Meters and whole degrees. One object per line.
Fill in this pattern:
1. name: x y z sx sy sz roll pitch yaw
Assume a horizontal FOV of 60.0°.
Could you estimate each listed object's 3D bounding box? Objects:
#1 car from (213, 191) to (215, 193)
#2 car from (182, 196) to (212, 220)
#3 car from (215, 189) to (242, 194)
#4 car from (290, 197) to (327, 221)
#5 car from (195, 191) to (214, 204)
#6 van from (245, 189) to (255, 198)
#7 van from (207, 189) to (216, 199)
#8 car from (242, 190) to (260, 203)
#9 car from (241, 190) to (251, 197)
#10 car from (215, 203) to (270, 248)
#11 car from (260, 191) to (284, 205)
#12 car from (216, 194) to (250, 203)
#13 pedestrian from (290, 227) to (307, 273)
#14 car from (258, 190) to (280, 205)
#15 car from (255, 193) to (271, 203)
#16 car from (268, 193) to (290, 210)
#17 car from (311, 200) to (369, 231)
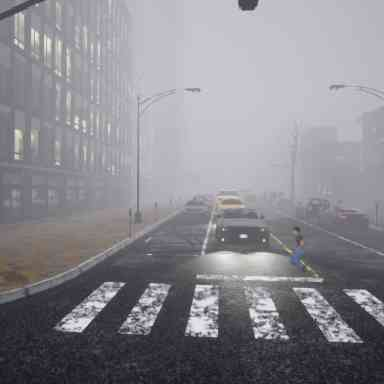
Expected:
1. car: 2.128 0.940 46.558 1.802 1.307 4.206 1 1 5
2. car: 0.286 1.226 24.451 1.802 1.307 4.206 1 1 5
3. car: 3.739 0.746 34.657 2.150 2.045 5.566 0 1 5
4. car: 8.639 1.127 23.754 1.967 1.590 4.097 1 1 5
5. car: 0.749 1.015 29.975 1.967 1.590 4.097 1 1 5
6. van: 12.787 0.357 73.494 1.690 1.788 3.998 1 1 5
7. van: 3.976 0.393 68.662 1.690 1.788 3.998 1 1 5
8. car: 7.650 0.922 43.784 1.837 1.490 4.892 0 1 5
9. car: 13.707 0.297 84.548 1.967 1.590 4.097 1 1 5
10. car: 1.980 1.353 13.679 1.994 1.385 4.181 0 1 5
11. car: 10.023 0.788 40.330 2.192 1.841 5.009 1 1 5
12. car: 2.838 1.138 24.010 1.882 1.535 5.008 0 1 5
13. pedestrian: 2.754 1.432 8.531 0.375 1.300 0.375 1 0 5
14. car: 10.485 0.715 45.860 2.192 1.841 5.009 1 1 5
15. car: 10.956 0.848 51.559 1.752 1.417 4.829 1 1 5
16. car: 9.559 1.096 34.808 2.008 1.369 4.403 1 1 5
17. car: 8.176 1.338 18.226 1.802 1.307 4.206 1 1 5
